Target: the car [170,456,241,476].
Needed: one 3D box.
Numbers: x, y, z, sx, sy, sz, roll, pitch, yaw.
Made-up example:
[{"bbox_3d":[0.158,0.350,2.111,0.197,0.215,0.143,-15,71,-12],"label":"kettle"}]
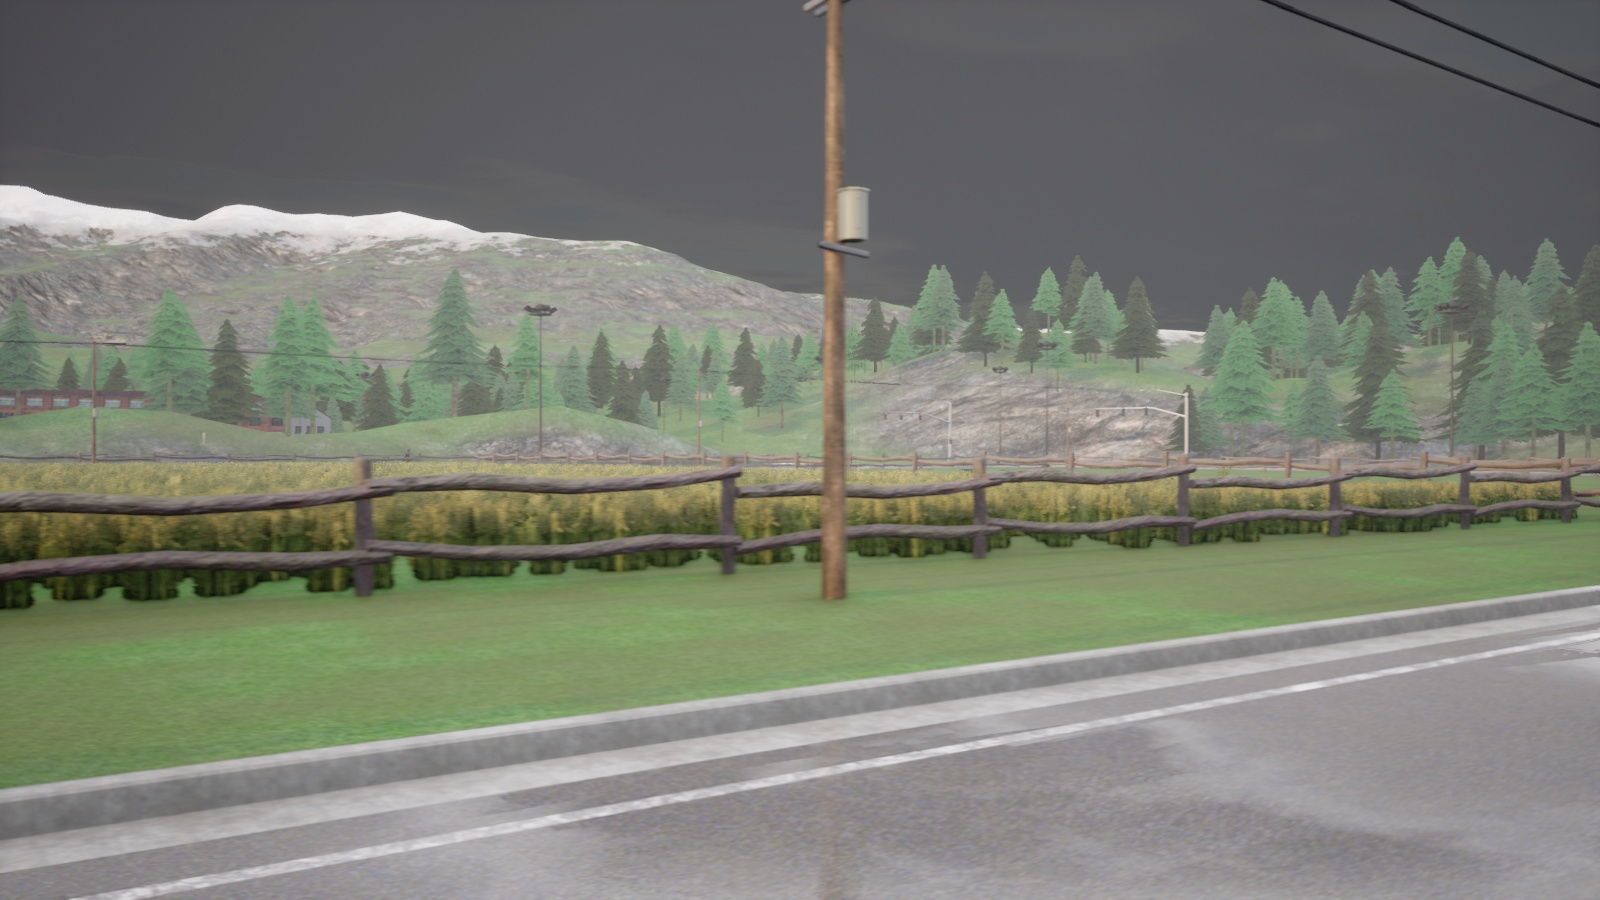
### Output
[{"bbox_3d":[-41.702,1.113,88.092,4.181,1.385,1.994,0,0,-35],"label":"car"}]
